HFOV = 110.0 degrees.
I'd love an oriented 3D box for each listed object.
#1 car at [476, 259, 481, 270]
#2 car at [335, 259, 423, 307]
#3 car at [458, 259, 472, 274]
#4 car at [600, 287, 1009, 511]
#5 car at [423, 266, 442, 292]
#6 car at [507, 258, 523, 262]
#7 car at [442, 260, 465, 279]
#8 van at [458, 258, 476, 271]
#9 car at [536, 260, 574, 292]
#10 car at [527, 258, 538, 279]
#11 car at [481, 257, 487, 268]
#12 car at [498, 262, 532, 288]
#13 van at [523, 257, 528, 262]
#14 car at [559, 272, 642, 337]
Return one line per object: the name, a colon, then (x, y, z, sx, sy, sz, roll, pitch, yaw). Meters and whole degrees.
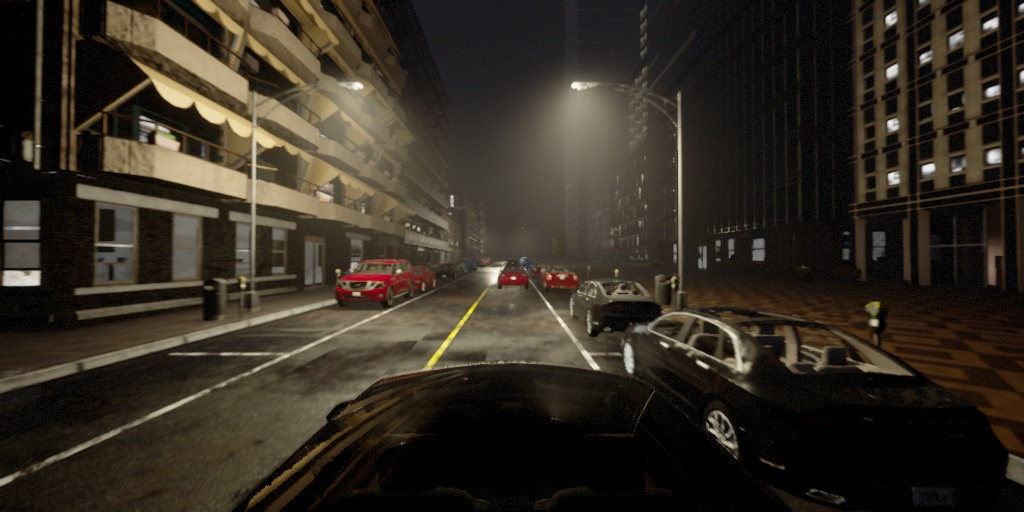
car: (-5.711, 1.298, 48.862, 1.751, 1.417, 4.829, 0, 0, 0)
car: (-5.696, 1.070, 15.614, 2.192, 1.841, 5.009, 0, 0, 0)
car: (-5.706, 1.317, 37.893, 2.007, 1.370, 4.403, 0, 0, 0)
car: (2.690, 1.302, 4.479, 2.007, 1.370, 4.403, 0, 0, 0)
car: (-5.699, 1.303, 21.184, 1.888, 1.381, 4.507, 0, 0, 0)
car: (0.080, 1.276, 46.695, 1.837, 1.490, 4.892, 0, 0, 0)
car: (-5.704, 1.329, 32.323, 1.948, 1.339, 4.313, 0, 0, 0)
van: (-5.709, 1.110, 43.463, 1.690, 1.789, 3.998, 0, 0, 0)
car: (2.682, 1.198, 21.186, 1.967, 1.591, 4.097, 0, 0, 0)
car: (2.677, 1.203, 32.326, 1.967, 1.591, 4.097, 0, 0, 0)
car: (-5.716, 1.330, 60.170, 2.007, 1.370, 4.403, 0, 0, 0)
car: (0.089, 1.323, 24.021, 1.994, 1.385, 4.181, 0, 0, 0)
van: (2.670, 1.114, 49.036, 1.690, 1.789, 3.998, 0, 0, 0)
car: (2.688, 1.304, 10.047, 2.007, 1.370, 4.403, 0, 0, 0)
